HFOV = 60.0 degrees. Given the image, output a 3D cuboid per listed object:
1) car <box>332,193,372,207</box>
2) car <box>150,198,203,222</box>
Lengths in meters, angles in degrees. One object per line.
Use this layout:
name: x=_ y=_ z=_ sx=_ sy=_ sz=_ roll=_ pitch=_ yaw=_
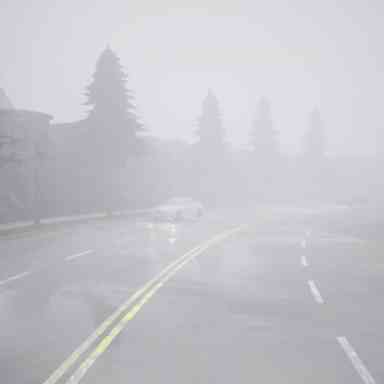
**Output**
car: x=18.236 y=0.854 z=37.859 sx=5.357 sy=1.411 sz=2.033 roll=-1 pitch=1 yaw=-33
car: x=-0.862 y=1.111 z=22.184 sx=1.812 sy=1.442 sz=4.674 roll=0 pitch=1 yaw=29
